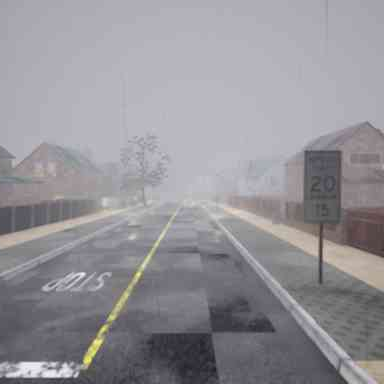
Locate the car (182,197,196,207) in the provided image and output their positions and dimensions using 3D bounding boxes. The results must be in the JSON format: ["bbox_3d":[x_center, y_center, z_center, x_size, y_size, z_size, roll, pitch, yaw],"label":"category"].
[{"bbox_3d":[-0.452,1.497,50.323,1.994,1.385,4.181,0,0,-2],"label":"car"}]

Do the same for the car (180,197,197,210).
[{"bbox_3d":[-0.341,1.441,40.260,1.812,1.442,4.674,0,0,-1],"label":"car"}]
